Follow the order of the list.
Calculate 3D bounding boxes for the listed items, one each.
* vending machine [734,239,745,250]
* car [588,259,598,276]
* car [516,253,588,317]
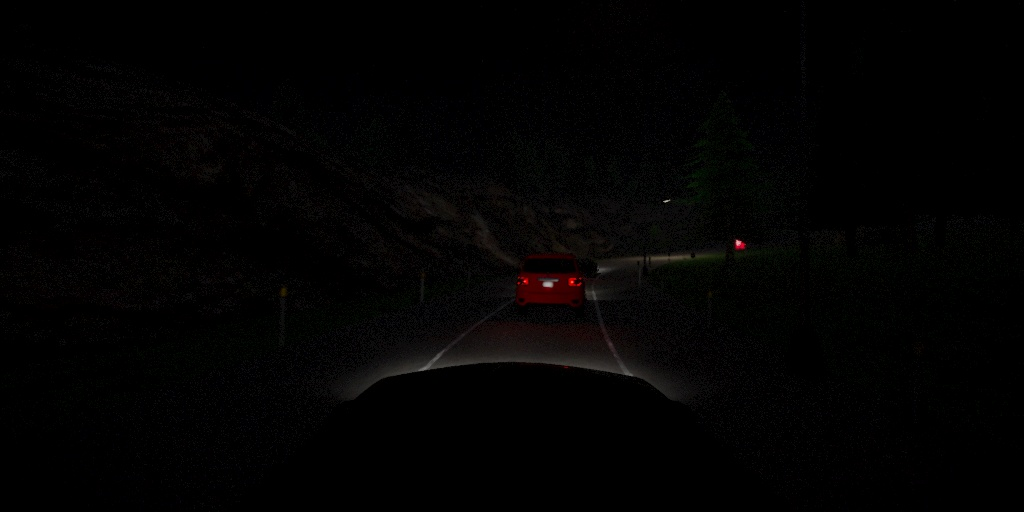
[{"bbox_3d":[34.228,-2.073,53.795,0.880,2.100,1.100,0,0,-26],"label":"vending machine"},{"bbox_3d":[5.921,0.888,29.834,1.895,1.301,4.718,0,2,21],"label":"car"},{"bbox_3d":[1.531,0.902,13.182,2.150,2.045,5.566,0,1,10],"label":"car"}]
